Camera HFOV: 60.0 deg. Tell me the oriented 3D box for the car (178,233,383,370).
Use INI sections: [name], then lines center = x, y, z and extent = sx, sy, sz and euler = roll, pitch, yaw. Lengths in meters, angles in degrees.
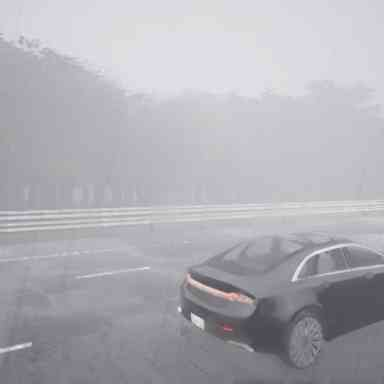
[car]
center = 2.122, 1.464, 5.646
extent = 4.902, 1.511, 2.128
euler = 0, 0, -32
